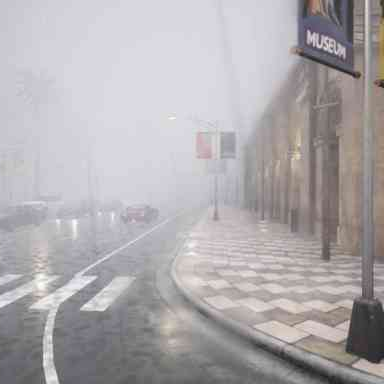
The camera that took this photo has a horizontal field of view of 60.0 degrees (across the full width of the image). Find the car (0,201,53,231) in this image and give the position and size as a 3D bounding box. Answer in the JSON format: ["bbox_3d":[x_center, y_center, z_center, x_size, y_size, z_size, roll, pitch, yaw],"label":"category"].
[{"bbox_3d":[-11.156,1.547,20.842,2.033,1.411,5.357,0,0,4],"label":"car"}]

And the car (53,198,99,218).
[{"bbox_3d":[-10.453,1.525,30.244,1.812,1.442,4.674,0,0,5],"label":"car"}]

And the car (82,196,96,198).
[{"bbox_3d":[-13.043,1.352,41.548,2.097,1.767,4.553,0,0,5],"label":"car"}]

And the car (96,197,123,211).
[{"bbox_3d":[-9.649,1.525,40.100,1.812,1.442,4.674,0,0,5],"label":"car"}]

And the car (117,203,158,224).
[{"bbox_3d":[-3.760,1.604,24.736,1.895,1.301,4.718,0,0,4],"label":"car"}]

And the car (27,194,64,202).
[{"bbox_3d":[-13.888,1.221,31.258,2.150,2.045,5.566,0,0,5],"label":"car"}]
